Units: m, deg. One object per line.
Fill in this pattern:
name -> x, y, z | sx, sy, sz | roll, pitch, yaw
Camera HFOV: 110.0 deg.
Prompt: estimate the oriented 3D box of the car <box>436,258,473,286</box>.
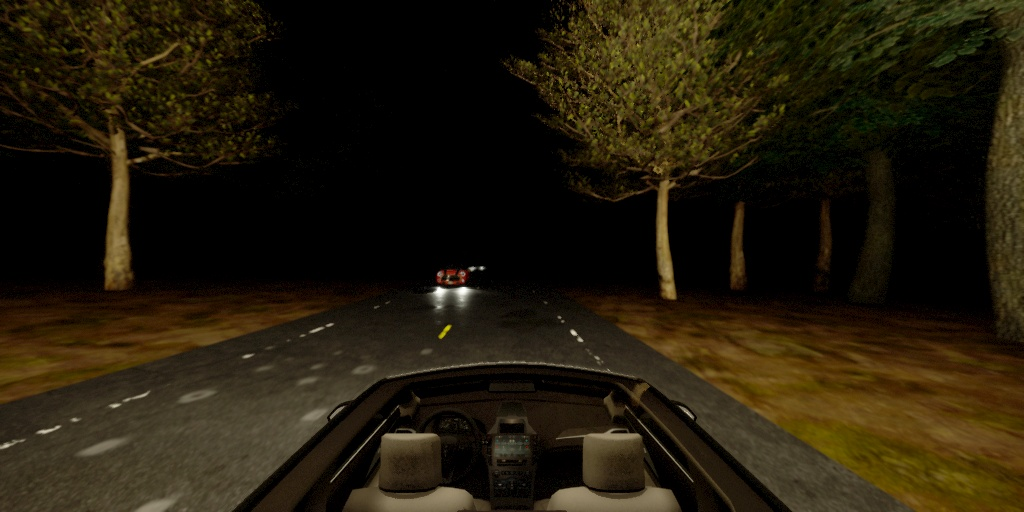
car -> -4.248, 1.237, 26.452 | 2.097, 1.767, 4.553 | 1, 0, -3
